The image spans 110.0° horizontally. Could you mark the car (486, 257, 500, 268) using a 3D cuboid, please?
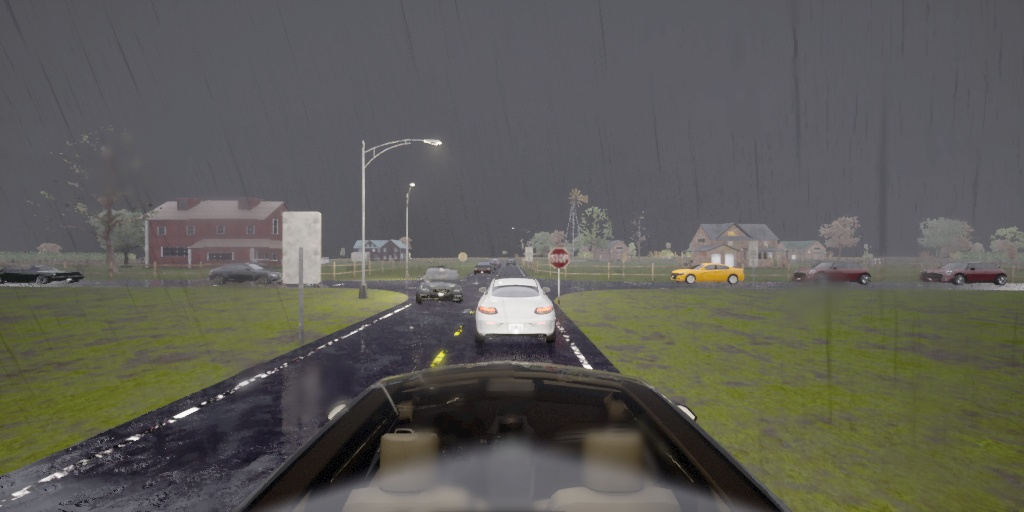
[{"bbox_3d":[-3.036,1.078,59.142,2.097,1.767,4.553,0,0,0],"label":"car"}]

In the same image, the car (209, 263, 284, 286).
[{"bbox_3d":[-17.479,1.223,23.941,4.674,1.442,1.812,0,0,0],"label":"car"}]

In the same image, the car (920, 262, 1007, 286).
[{"bbox_3d":[33.444,1.223,26.679,4.553,1.767,2.097,0,0,0],"label":"car"}]

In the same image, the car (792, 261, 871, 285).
[{"bbox_3d":[23.691,1.181,26.728,4.553,1.767,2.097,0,0,0],"label":"car"}]

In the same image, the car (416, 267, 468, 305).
[{"bbox_3d":[-3.187,1.253,16.231,1.837,1.490,4.892,3,-1,-11],"label":"car"}]

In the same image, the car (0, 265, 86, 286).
[{"bbox_3d":[-31.837,1.259,23.996,4.718,1.301,1.895,0,0,0],"label":"car"}]

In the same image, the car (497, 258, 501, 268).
[{"bbox_3d":[-3.013,1.280,49.695,2.033,1.411,5.357,0,0,0],"label":"car"}]

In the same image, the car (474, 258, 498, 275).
[{"bbox_3d":[-3.017,1.286,39.621,2.033,1.411,5.357,0,0,1],"label":"car"}]

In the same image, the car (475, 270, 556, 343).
[{"bbox_3d":[0.073,1.274,9.569,1.812,1.442,4.674,0,0,0],"label":"car"}]

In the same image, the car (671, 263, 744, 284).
[{"bbox_3d":[14.515,1.271,26.762,5.008,1.535,1.882,0,0,0],"label":"car"}]
